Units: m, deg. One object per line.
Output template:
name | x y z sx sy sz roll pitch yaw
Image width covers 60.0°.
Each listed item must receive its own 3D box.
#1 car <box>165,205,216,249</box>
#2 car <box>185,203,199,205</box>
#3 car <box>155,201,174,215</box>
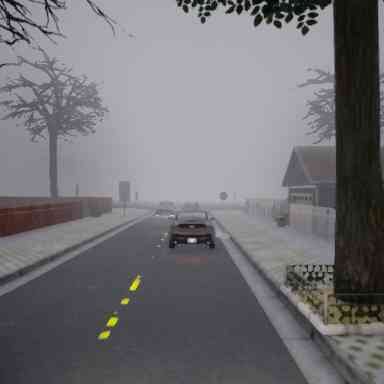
car | 0.000 1.531 14.652 1.837 1.490 4.892 0 0 0
car | 0.000 1.627 29.652 1.994 1.385 4.181 0 0 0
car | -2.750 1.673 35.652 2.033 1.411 5.357 0 0 0
